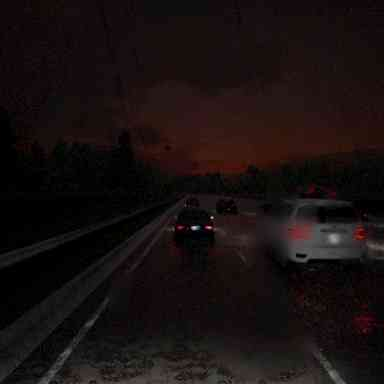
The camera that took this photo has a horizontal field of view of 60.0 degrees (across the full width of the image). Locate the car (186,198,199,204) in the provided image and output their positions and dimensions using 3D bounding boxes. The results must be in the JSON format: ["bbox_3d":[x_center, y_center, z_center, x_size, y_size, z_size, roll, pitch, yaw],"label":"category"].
[{"bbox_3d":[0.100,1.581,53.377,1.994,1.385,4.181,0,0,0],"label":"car"}]

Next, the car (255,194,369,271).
[{"bbox_3d":[3.601,1.227,11.097,2.150,2.045,5.566,0,0,0],"label":"car"}]

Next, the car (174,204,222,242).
[{"bbox_3d":[0.100,1.553,16.412,2.033,1.411,5.357,0,0,0],"label":"car"}]

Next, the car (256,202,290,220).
[{"bbox_3d":[7.101,1.611,29.638,1.895,1.301,4.718,0,0,0],"label":"car"}]

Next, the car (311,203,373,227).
[{"bbox_3d":[10.600,1.556,24.013,2.033,1.411,5.357,0,0,0],"label":"car"}]

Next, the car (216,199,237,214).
[{"bbox_3d":[3.599,1.504,35.193,2.128,1.511,4.902,0,0,0],"label":"car"}]
